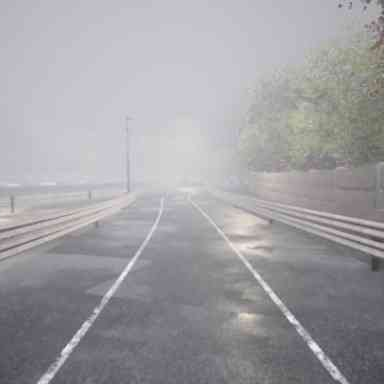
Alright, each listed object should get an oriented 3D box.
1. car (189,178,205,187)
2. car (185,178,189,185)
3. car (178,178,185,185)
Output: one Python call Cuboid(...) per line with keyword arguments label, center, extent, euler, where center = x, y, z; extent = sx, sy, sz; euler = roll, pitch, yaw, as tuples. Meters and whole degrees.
Cuboid(label="car", center=(1.600, -2.200, 83.218), extent=(2.097, 1.767, 4.553), euler=(1, 3, 22))
Cuboid(label="car", center=(0.561, -2.433, 90.017), extent=(1.882, 1.535, 5.008), euler=(1, 3, 22))
Cuboid(label="car", center=(-1.209, -2.941, 94.984), extent=(2.150, 2.045, 5.566), euler=(1, 3, 22))
